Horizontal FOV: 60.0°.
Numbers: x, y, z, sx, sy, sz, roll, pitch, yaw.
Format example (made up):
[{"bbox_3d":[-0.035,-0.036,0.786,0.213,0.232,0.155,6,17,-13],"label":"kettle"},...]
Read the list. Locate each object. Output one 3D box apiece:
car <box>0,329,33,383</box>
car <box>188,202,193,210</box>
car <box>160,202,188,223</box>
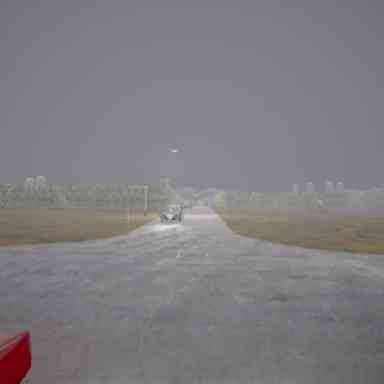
[{"bbox_3d":[-2.658,1.636,1.261,1.895,1.301,4.718,0,-1,2],"label":"car"},{"bbox_3d":[-0.914,2.412,59.255,1.994,1.385,4.181,0,-1,2],"label":"car"},{"bbox_3d":[-1.779,1.941,30.551,2.128,1.511,4.902,0,-1,2],"label":"car"}]
